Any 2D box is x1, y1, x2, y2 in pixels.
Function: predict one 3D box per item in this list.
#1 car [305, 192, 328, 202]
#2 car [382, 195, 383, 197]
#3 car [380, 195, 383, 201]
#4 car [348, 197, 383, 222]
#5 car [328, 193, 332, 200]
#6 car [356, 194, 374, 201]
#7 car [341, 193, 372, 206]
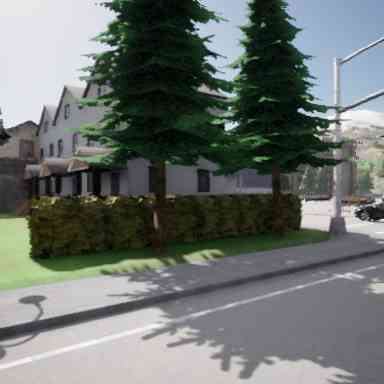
[{"bbox_3d":[25.598,1.027,69.649,1.905,1.878,3.866,0,0,-36],"label":"car"},{"bbox_3d":[33.388,1.251,52.951,2.007,1.523,4.514,0,0,-36],"label":"car"},{"bbox_3d":[44.783,1.320,74.709,1.970,1.475,3.806,0,0,-36],"label":"car"},{"bbox_3d":[13.316,1.266,21.861,1.837,1.490,4.892,1,0,-39],"label":"car"},{"bbox_3d":[27.710,1.046,71.687,1.932,1.855,4.605,0,0,-36],"label":"car"},{"bbox_3d":[42.848,1.307,82.469,1.845,1.501,3.633,0,0,-36],"label":"car"},{"bbox_3d":[22.879,1.061,46.226,1.932,1.855,4.605,0,0,-36],"label":"car"}]
